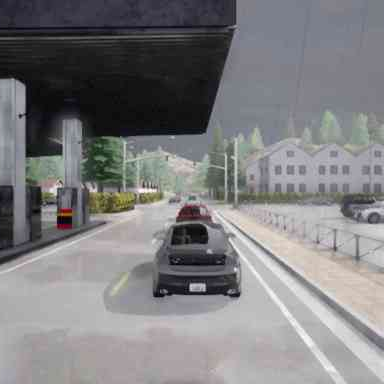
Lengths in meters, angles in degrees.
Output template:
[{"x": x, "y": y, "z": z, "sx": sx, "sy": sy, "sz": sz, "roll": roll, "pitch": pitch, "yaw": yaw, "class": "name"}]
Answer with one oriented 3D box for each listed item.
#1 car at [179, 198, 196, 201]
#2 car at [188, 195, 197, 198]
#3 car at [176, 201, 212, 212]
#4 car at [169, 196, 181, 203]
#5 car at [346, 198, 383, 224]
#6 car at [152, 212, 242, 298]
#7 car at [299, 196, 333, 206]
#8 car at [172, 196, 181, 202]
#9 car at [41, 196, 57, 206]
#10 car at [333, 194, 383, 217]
[{"x": 0.113, "y": 1.486, "z": 27.649, "sx": 1.837, "sy": 1.490, "sz": 4.892, "roll": 0, "pitch": 0, "yaw": 0, "class": "car"}, {"x": 0.048, "y": 1.444, "z": 81.548, "sx": 1.837, "sy": 1.490, "sz": 4.892, "roll": 0, "pitch": 0, "yaw": 0, "class": "car"}, {"x": 0.110, "y": 1.465, "z": 18.012, "sx": 1.882, "sy": 1.535, "sz": 5.008, "roll": 0, "pitch": 0, "yaw": 0, "class": "car"}, {"x": -3.461, "y": 1.518, "z": 65.525, "sx": 1.994, "sy": 1.385, "sz": 4.181, "roll": 0, "pitch": 0, "yaw": 0, "class": "car"}, {"x": 12.697, "y": 1.346, "z": 22.014, "sx": 3.806, "sy": 1.475, "sz": 1.970, "roll": 0, "pitch": 0, "yaw": 0, "class": "car"}, {"x": 0.104, "y": 1.499, "z": 8.503, "sx": 1.837, "sy": 1.490, "sz": 4.892, "roll": 0, "pitch": 0, "yaw": 0, "class": "car"}, {"x": 17.989, "y": 1.267, "z": 47.980, "sx": 4.902, "sy": 1.511, "sz": 2.128, "roll": 0, "pitch": 0, "yaw": 0, "class": "car"}, {"x": -3.455, "y": 1.543, "z": 75.520, "sx": 1.895, "sy": 1.301, "sz": 4.718, "roll": 0, "pitch": 0, "yaw": 0, "class": "car"}, {"x": -19.427, "y": 1.283, "z": 47.877, "sx": 4.902, "sy": 1.511, "sz": 2.128, "roll": 1, "pitch": 0, "yaw": 0, "class": "car"}, {"x": 13.291, "y": 1.059, "z": 25.341, "sx": 3.866, "sy": 1.878, "sz": 1.905, "roll": 0, "pitch": 0, "yaw": 0, "class": "car"}]
